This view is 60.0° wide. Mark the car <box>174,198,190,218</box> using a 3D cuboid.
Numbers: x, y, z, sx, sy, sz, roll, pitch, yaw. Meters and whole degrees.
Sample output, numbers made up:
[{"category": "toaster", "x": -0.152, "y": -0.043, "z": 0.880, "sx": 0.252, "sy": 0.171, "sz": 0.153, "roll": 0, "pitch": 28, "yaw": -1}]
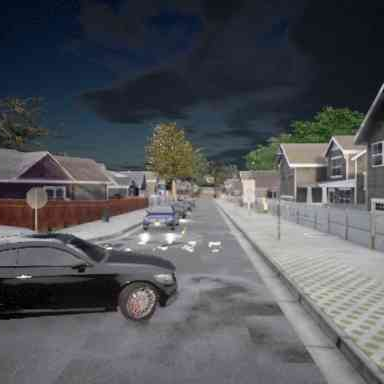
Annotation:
[{"category": "car", "x": -1.442, "y": 1.551, "z": 30.325, "sx": 1.837, "sy": 1.490, "sz": 4.892, "roll": 0, "pitch": 0, "yaw": 3}]

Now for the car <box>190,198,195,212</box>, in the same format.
[{"category": "car", "x": -1.001, "y": 1.639, "z": 40.327, "sx": 1.994, "sy": 1.385, "sz": 4.181, "roll": 0, "pitch": 0, "yaw": 2}]

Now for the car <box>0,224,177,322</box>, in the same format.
[{"category": "car", "x": -2.612, "y": 1.525, "z": 6.266, "sx": 4.674, "sy": 1.442, "sz": 1.812, "roll": 0, "pitch": 1, "yaw": -12}]

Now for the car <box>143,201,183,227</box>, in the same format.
[{"category": "car", "x": -1.854, "y": 1.552, "z": 21.127, "sx": 1.812, "sy": 1.442, "sz": 4.674, "roll": 0, "pitch": 0, "yaw": 3}]
